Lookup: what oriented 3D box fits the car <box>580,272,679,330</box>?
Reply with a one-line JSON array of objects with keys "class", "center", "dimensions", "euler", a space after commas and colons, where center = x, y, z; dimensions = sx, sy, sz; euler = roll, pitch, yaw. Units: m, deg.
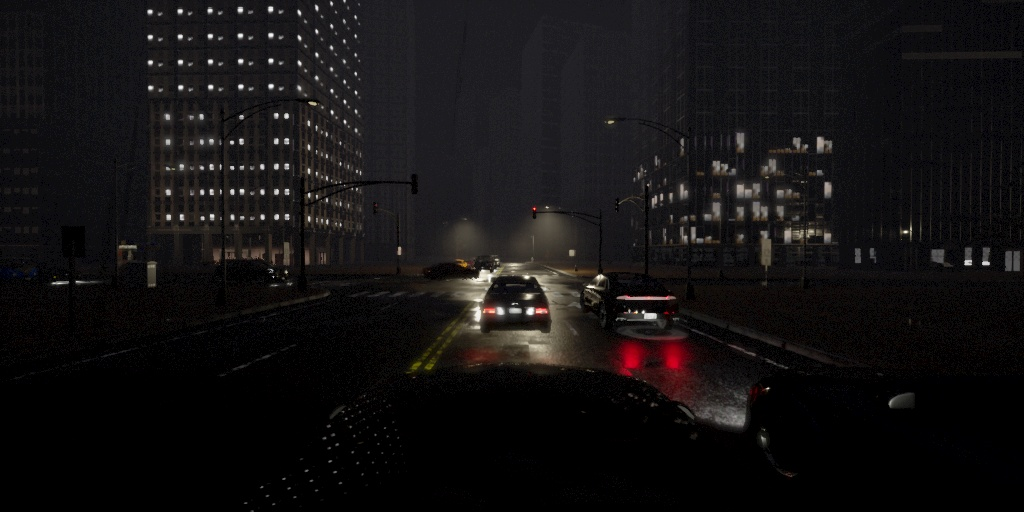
[{"class": "car", "center": [3.356, 1.238, 11.085], "dimensions": [2.128, 1.511, 4.902], "euler": [0, 0, 0]}]

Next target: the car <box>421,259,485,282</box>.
[{"class": "car", "center": [-4.884, 1.233, 28.589], "dimensions": [4.674, 1.442, 1.812], "euler": [0, 1, -32]}]

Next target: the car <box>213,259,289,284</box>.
[{"class": "car", "center": [-18.673, 1.022, 25.814], "dimensions": [4.553, 1.767, 2.097], "euler": [0, 0, 1]}]

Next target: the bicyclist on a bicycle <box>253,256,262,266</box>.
[{"class": "bicyclist on a bicycle", "center": [-24.665, 0.868, 34.704], "dimensions": [0.582, 1.620, 1.656], "euler": [0, 1, 1]}]

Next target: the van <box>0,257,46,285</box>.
[{"class": "van", "center": [-33.909, 0.960, 23.625], "dimensions": [3.998, 1.789, 1.690], "euler": [0, 0, 1]}]

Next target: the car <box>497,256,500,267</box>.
[{"class": "car", "center": [-3.286, 1.049, 52.836], "dimensions": [2.097, 1.767, 4.553], "euler": [0, 0, 0]}]

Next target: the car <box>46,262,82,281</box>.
[{"class": "car", "center": [-34.414, 1.158, 26.226], "dimensions": [4.181, 1.385, 1.994], "euler": [0, 0, 2]}]

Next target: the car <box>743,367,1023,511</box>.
[{"class": "car", "center": [3.354, 1.314, 1.928], "dimensions": [1.994, 1.385, 4.181], "euler": [0, 0, 0]}]

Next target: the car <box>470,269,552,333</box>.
[{"class": "car", "center": [0.109, 1.294, 10.672], "dimensions": [2.033, 1.411, 5.357], "euler": [0, 0, 1]}]

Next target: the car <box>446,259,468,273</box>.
[{"class": "car", "center": [-6.548, 1.193, 43.206], "dimensions": [1.882, 1.535, 5.008], "euler": [0, 0, 0]}]

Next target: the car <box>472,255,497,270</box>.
[{"class": "car", "center": [-3.299, 0.938, 42.882], "dimensions": [2.150, 2.045, 5.566], "euler": [0, 0, 0]}]

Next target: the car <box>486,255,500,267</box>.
[{"class": "car", "center": [-3.265, 0.896, 63.064], "dimensions": [2.150, 2.045, 5.566], "euler": [0, 0, 0]}]

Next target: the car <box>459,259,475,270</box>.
[{"class": "car", "center": [-6.535, 1.223, 52.618], "dimensions": [1.812, 1.442, 4.674], "euler": [0, 0, 0]}]
